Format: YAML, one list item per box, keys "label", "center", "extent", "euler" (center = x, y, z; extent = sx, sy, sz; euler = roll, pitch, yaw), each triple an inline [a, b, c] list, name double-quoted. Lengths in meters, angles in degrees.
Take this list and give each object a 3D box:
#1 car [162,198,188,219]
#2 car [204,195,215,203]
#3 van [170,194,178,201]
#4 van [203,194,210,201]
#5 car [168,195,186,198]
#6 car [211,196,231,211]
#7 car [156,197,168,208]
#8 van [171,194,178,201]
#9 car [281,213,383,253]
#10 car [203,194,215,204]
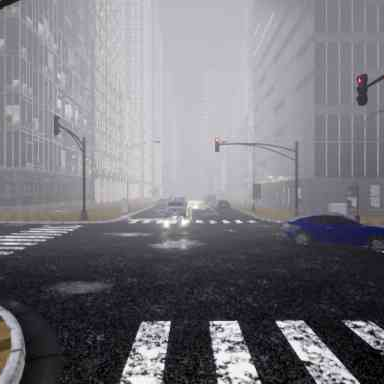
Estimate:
- label: "car"
  center: [-1.474, 1.544, 29.612]
  extent: [1.812, 1.442, 4.674]
  euler: [0, 0, -2]
- label: "car"
  center: [3.578, 1.432, 69.432]
  extent: [1.967, 1.590, 4.097]
  euler: [0, 0, 0]
- label: "van"
  center: [-4.378, 1.321, 80.432]
  extent: [1.690, 1.788, 3.998]
  euler: [0, 0, 0]
- label: "van"
  center: [3.502, 1.321, 80.486]
  extent: [1.690, 1.788, 3.998]
  euler: [0, 0, 0]
- label: "car"
  center: [-1.651, 1.504, 42.590]
  extent: [2.128, 1.511, 4.902]
  euler: [0, 0, 0]
- label: "car"
  center: [3.817, 1.579, 41.795]
  extent: [1.947, 1.339, 4.313]
  euler: [0, 0, 0]
- label: "car"
  center: [-4.150, 1.592, 47.267]
  extent: [1.802, 1.307, 4.206]
  euler: [0, 0, 0]
- label: "van"
  center: [-4.416, 1.315, 85.960]
  extent: [1.690, 1.788, 3.998]
  euler: [0, 0, 0]
- label: "car"
  center: [6.325, 1.661, 14.599]
  extent: [4.674, 1.442, 1.812]
  euler: [1, 1, 26]
- label: "car"
  center: [3.616, 1.313, 63.903]
  extent: [2.192, 1.841, 5.009]
  euler: [0, 0, 0]
